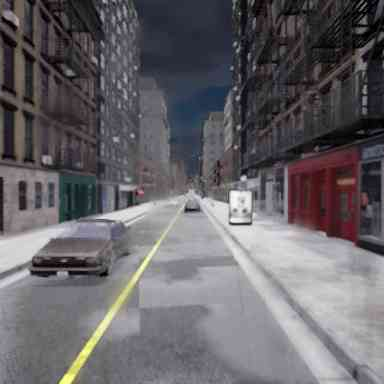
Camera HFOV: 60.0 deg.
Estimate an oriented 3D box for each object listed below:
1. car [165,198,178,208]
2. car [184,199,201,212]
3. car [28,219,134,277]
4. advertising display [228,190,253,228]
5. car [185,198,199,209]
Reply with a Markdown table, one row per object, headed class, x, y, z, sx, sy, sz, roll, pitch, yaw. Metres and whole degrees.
| class | x | y | z | sx | sy | sz | roll | pitch | yaw |
| --- | --- | --- | --- | --- | --- | --- | --- | --- | --- |
| car | -3.051 | 1.684 | 51.047 | 1.812 | 1.442 | 4.674 | 0 | 0 | 0 |
| car | 0.085 | 1.690 | 39.959 | 1.994 | 1.385 | 4.181 | 0 | 0 | 0 |
| car | -3.095 | 1.582 | 10.621 | 2.033 | 1.411 | 5.357 | 0 | 0 | 0 |
| advertising display | 3.155 | 1.095 | 21.650 | 1.540 | 2.440 | 0.280 | 0 | 0 | 0 |
| car | 0.021 | 1.703 | 49.986 | 2.033 | 1.411 | 5.357 | 0 | 0 | 0 |
